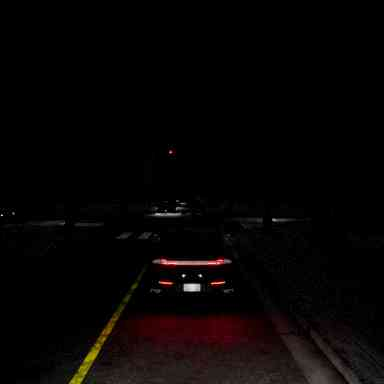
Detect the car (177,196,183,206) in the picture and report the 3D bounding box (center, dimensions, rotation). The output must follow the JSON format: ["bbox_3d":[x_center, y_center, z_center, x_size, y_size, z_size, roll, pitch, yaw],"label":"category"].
[{"bbox_3d":[-2.838,1.321,49.087,2.097,1.767,4.553,0,0,0],"label":"car"}]

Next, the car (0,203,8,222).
[{"bbox_3d":[-14.766,1.540,21.513,4.313,1.339,1.947,0,0,0],"label":"car"}]

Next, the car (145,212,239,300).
[{"bbox_3d":[0.002,1.492,8.362,2.128,1.511,4.902,0,0,0],"label":"car"}]

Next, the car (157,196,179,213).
[{"bbox_3d":[-2.751,1.529,36.292,2.033,1.411,5.357,0,0,-2],"label":"car"}]

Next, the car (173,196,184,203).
[{"bbox_3d":[-2.761,1.506,67.289,1.994,1.385,4.181,0,0,1],"label":"car"}]

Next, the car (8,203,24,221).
[{"bbox_3d":[-15.680,1.209,24.055,5.566,2.045,2.150,0,0,0],"label":"car"}]

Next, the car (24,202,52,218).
[{"bbox_3d":[-14.759,1.581,29.540,4.313,1.339,1.947,0,0,0],"label":"car"}]

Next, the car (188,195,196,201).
[{"bbox_3d":[0.014,1.451,81.385,1.812,1.442,4.674,0,0,0],"label":"car"}]
